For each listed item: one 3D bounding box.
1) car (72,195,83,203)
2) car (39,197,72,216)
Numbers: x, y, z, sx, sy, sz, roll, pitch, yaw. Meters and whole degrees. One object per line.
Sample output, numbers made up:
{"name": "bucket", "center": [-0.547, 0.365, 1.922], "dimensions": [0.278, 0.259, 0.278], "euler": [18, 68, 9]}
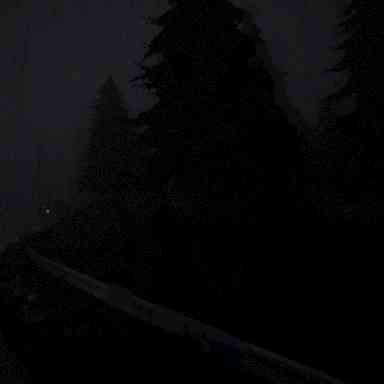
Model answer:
{"name": "car", "center": [-21.529, 1.273, 62.496], "dimensions": [1.882, 1.535, 5.008], "euler": [-2, 1, -17]}
{"name": "car", "center": [-13.052, 1.400, 31.514], "dimensions": [1.837, 1.490, 4.892], "euler": [-3, 1, -10]}
